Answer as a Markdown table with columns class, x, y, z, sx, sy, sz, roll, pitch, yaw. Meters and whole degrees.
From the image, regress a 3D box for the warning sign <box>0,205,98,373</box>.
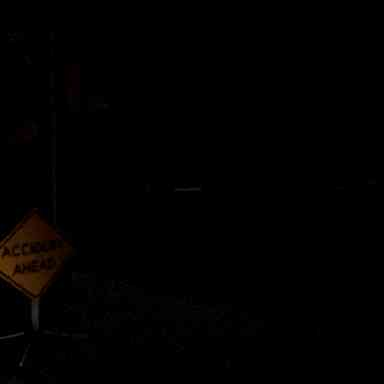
| class | x | y | z | sx | sy | sz | roll | pitch | yaw |
| --- | --- | --- | --- | --- | --- | --- | --- | --- | --- |
| warning sign | -2.188 | 1.139 | 4.630 | 1.060 | 1.860 | 1.300 | -1 | 0 | 36 |
